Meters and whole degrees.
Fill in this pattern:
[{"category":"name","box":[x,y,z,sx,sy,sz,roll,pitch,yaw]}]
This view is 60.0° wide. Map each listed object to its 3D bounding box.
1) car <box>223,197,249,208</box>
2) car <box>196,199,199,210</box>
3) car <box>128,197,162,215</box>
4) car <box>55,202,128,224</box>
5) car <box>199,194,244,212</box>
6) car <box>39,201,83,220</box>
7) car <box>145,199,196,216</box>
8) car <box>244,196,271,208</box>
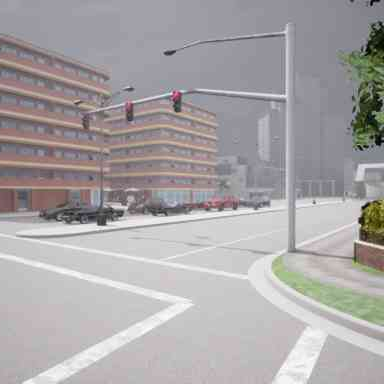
[{"category":"car","box":[6.734,1.526,50.131,1.812,1.442,4.674,0,0,36]},{"category":"car","box":[0.681,1.601,41.872,1.895,1.301,4.718,0,0,36]},{"category":"car","box":[-4.574,1.352,34.656,2.097,1.767,4.553,0,0,35]},{"category":"car","box":[-7.376,1.601,24.910,1.895,1.301,4.718,0,0,33]},{"category":"car","box":[3.613,1.221,39.950,2.150,2.045,5.566,0,0,36]},{"category":"car","box":[-9.979,1.505,27.245,1.837,1.490,4.892,0,0,36]},{"category":"car","box":[-1.964,1.599,32.306,1.895,1.301,4.718,0,0,36]},{"category":"car","box":[9.667,1.352,48.214,2.097,1.767,4.553,0,0,36]}]
